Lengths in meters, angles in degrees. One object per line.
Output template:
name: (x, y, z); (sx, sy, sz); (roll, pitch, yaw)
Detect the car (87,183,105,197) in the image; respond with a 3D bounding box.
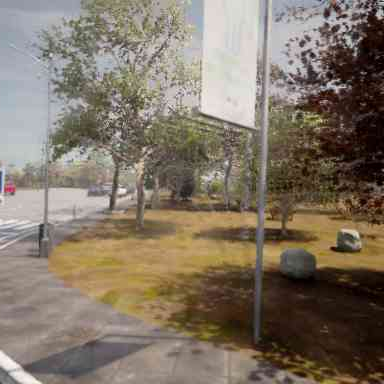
car: (-15.744, -0.203, 54.947); (2.097, 1.767, 4.553); (2, 2, -1)

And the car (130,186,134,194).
car: (-12.526, -0.363, 65.031); (2.128, 1.511, 4.902); (2, 2, -1)

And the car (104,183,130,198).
car: (-12.236, -0.184, 54.394); (2.150, 2.045, 5.566); (2, 2, -1)

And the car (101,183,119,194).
car: (-16.014, -0.749, 64.968); (2.150, 2.045, 5.566); (2, 2, -1)

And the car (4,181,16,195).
car: (-27.681, -0.483, 48.139); (2.150, 2.045, 5.566); (2, 2, -1)
